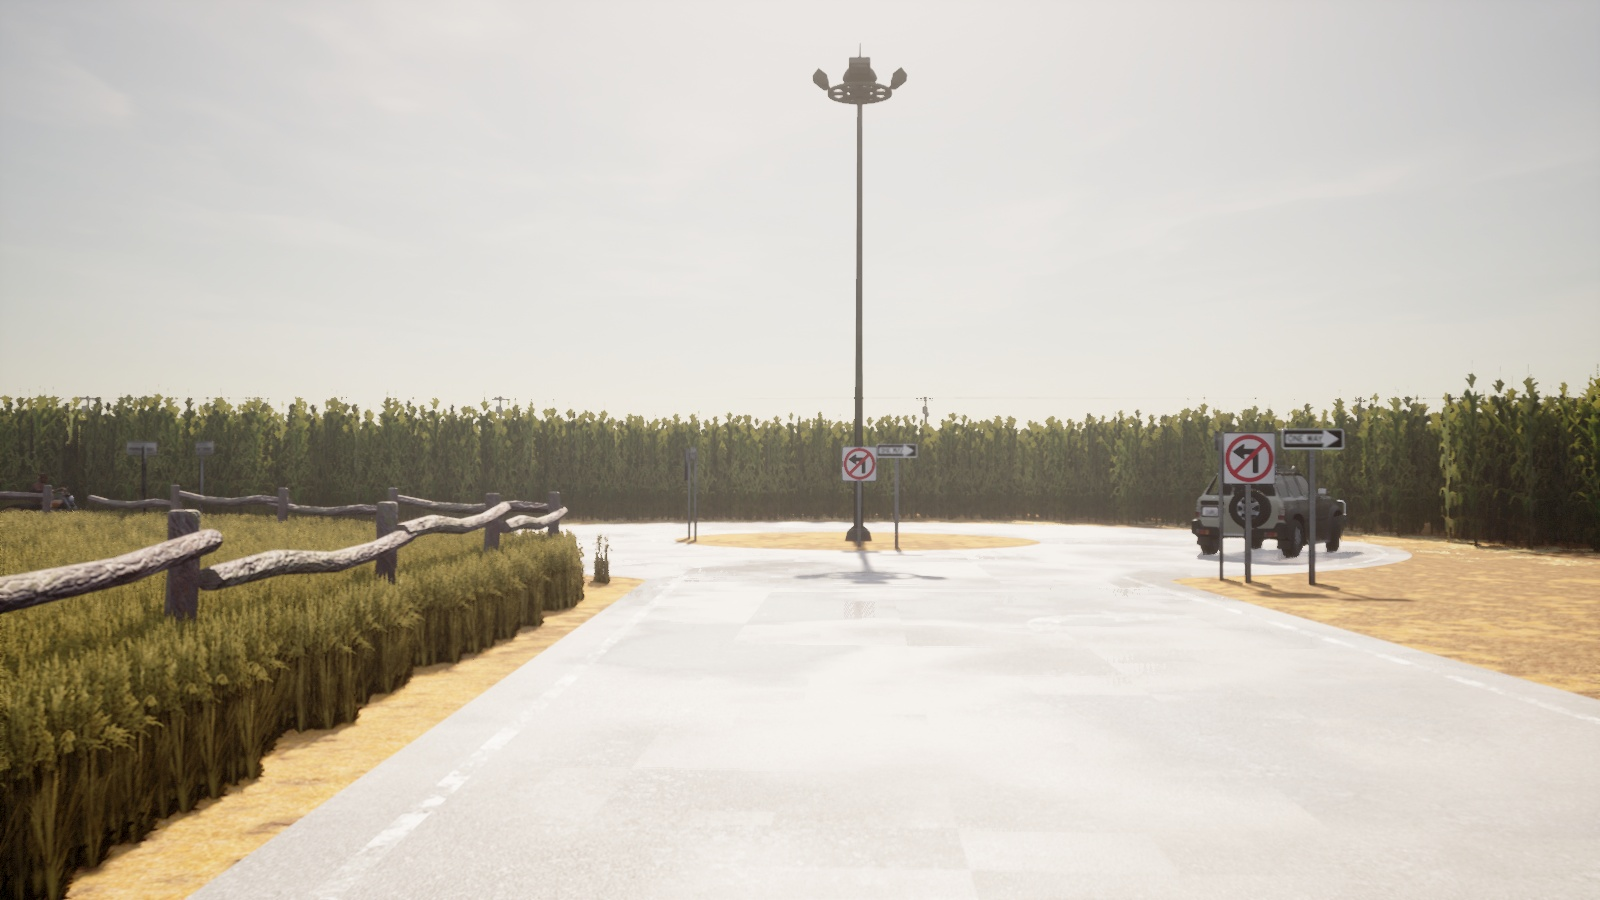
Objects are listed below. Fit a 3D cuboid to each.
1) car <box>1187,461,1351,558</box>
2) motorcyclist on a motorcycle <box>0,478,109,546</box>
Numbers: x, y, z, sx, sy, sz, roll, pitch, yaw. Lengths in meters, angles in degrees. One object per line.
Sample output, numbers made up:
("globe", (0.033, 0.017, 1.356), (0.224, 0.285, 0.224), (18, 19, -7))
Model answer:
("car", (9.996, 1.180, 26.552), (1.932, 1.855, 4.605), (0, -1, 38))
("motorcyclist on a motorcycle", (-18.375, 1.516, 30.897), (2.350, 1.649, 0.766), (0, -1, 3))
